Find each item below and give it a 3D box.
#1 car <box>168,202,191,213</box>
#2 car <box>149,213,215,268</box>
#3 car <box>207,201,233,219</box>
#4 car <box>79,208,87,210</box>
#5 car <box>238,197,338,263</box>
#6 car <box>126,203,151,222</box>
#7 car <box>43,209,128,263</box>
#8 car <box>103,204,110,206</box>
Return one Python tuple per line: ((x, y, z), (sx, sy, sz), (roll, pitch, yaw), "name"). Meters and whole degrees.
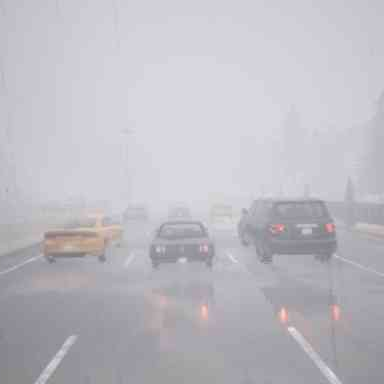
((-1.070, 1.618, 28.996), (1.812, 1.442, 4.674), (-1, 0, -2), "car")
((-0.345, 1.636, 11.549), (1.895, 1.301, 4.718), (-1, 0, -2), "car")
((2.406, 1.501, 29.672), (1.882, 1.535, 5.008), (-1, 0, -2), "car")
((-16.051, 1.658, 45.878), (2.150, 2.045, 5.566), (-1, 0, -4), "car")
((3.134, 1.190, 12.000), (2.150, 2.045, 5.566), (-1, 0, -2), "car")
((-4.530, 1.652, 27.846), (2.128, 1.511, 4.902), (-1, 0, -2), "car")
((-3.888, 1.588, 12.641), (1.882, 1.535, 5.008), (-1, -1, -2), "car")
((-12.831, 1.887, 49.312), (1.837, 1.490, 4.892), (-1, -1, -5), "car")
